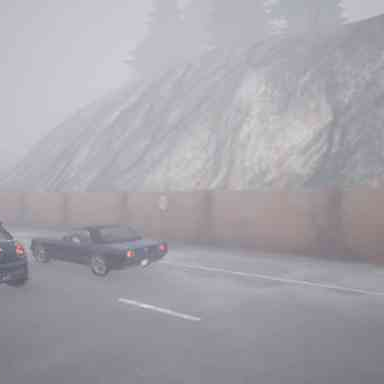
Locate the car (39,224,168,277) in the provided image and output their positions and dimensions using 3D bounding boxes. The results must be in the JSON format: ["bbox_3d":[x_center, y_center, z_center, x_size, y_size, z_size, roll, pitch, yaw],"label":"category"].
[{"bbox_3d":[-3.128,1.686,10.526,4.718,1.301,1.895,-1,0,36],"label":"car"}]

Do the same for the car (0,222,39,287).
[{"bbox_3d":[-6.174,1.450,8.398,4.553,1.767,2.097,-1,0,35],"label":"car"}]
